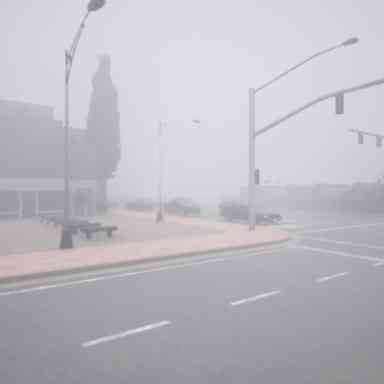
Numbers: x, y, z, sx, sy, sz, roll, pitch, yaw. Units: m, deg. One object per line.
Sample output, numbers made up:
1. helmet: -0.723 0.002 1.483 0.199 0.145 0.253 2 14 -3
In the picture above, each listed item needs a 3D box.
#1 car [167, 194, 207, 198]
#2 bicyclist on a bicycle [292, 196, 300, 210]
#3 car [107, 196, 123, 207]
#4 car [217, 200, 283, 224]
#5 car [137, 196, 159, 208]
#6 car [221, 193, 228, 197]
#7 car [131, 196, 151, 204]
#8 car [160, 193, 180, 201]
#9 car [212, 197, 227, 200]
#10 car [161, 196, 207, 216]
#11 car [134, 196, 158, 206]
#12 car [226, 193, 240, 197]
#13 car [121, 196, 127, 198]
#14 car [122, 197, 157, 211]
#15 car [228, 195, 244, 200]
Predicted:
1. car: -0.707 1.383 38.993 2.097 1.767 4.553 0 0 -34
2. bicyclist on a bicycle: 12.262 1.289 39.237 1.656 1.620 0.582 -6 3 -34
3. car: -12.760 1.643 50.844 1.895 1.301 4.718 0 0 -33
4. car: 4.289 1.566 25.101 2.033 1.411 5.357 0 0 -32
5. car: -6.188 1.639 47.237 1.895 1.301 4.718 0 0 -34
6. car: 7.399 1.206 66.363 3.866 1.878 1.905 0 0 -35
7. car: -10.209 1.532 66.157 1.882 1.535 5.008 0 0 -34
8. car: -5.550 1.221 84.785 4.605 1.855 1.932 0 0 -35
9. car: 4.393 1.515 31.331 2.128 1.511 4.902 0 0 -34
10. car: -1.017 1.504 33.146 1.882 1.535 5.008 0 0 -34
11. car: -7.931 1.537 56.495 2.128 1.511 4.902 0 0 -34
12. car: 9.057 1.443 63.989 3.806 1.475 1.970 0 0 -35
13. car: -13.604 1.545 64.995 2.128 1.511 4.902 0 0 -34
14. car: -6.595 1.635 41.518 1.895 1.301 4.718 0 0 -34
15. car: 11.912 1.463 90.231 3.806 1.475 1.970 0 0 -35
